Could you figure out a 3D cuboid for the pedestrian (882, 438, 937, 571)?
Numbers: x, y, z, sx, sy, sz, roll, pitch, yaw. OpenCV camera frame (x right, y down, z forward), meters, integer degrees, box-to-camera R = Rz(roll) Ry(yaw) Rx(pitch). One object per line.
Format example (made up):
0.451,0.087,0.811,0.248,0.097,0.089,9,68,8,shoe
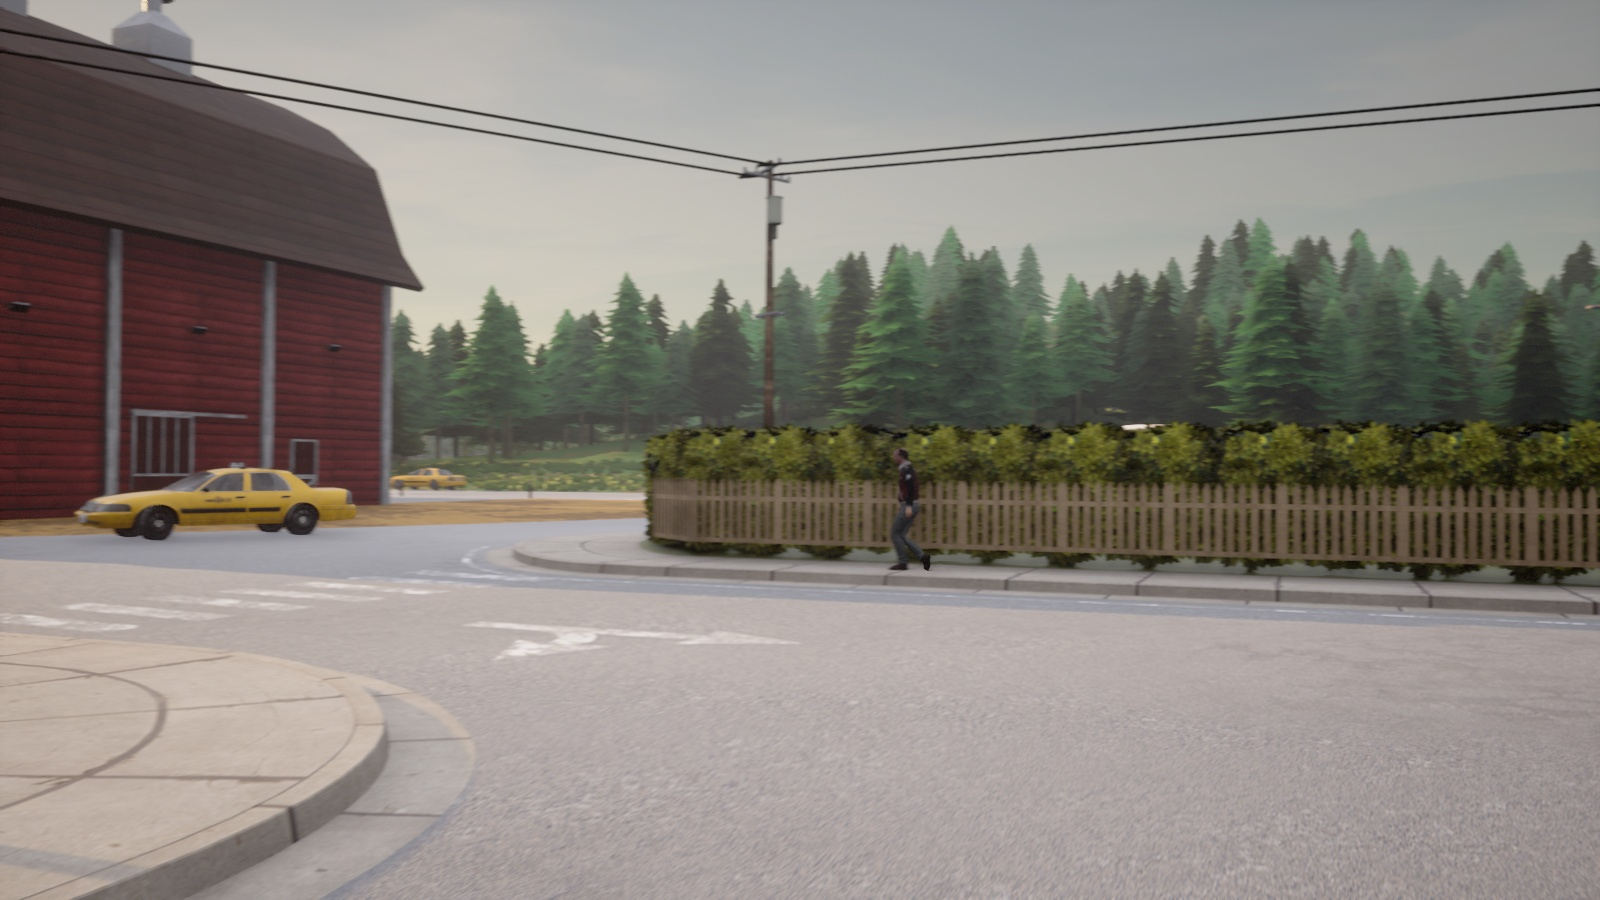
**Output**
1.560,0.768,17.852,0.720,1.854,0.376,0,-1,16,pedestrian

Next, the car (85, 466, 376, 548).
-11.988,1.125,26.765,1.801,1.575,5.366,-1,-1,44,car

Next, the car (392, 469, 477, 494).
-23.695,2.022,81.356,5.366,1.575,1.801,0,-1,22,car
